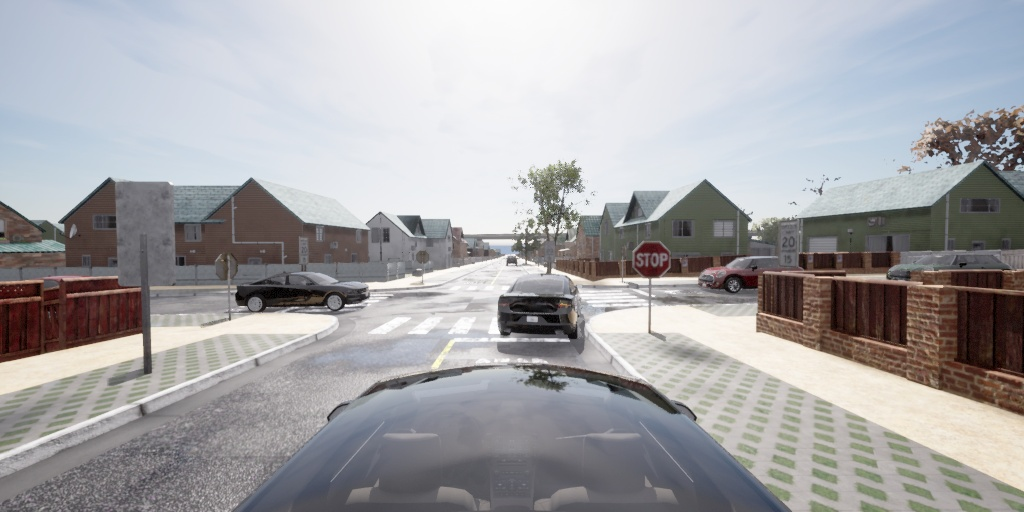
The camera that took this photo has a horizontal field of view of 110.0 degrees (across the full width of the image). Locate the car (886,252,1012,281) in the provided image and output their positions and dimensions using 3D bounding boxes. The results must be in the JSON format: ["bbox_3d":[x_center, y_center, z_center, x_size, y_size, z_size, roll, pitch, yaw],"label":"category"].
[{"bbox_3d":[21.693,0.646,17.908,4.553,1.767,2.097,-1,2,0],"label":"car"}]

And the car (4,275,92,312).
[{"bbox_3d":[-18.028,1.546,14.670,5.008,1.535,1.882,-1,2,0],"label":"car"}]

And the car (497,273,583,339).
[{"bbox_3d":[0.953,1.224,10.216,1.882,1.535,5.008,0,0,12],"label":"car"}]

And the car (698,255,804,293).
[{"bbox_3d":[11.798,0.820,17.831,4.553,1.767,2.097,-1,2,0],"label":"car"}]

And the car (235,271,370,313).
[{"bbox_3d":[-8.475,1.376,14.738,5.008,1.535,1.882,-1,2,0],"label":"car"}]
